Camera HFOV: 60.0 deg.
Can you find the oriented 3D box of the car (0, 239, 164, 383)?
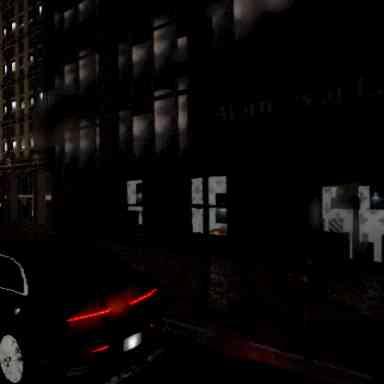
[{"bbox_3d":[-2.674,1.527,5.341,4.892,1.490,1.837,0,0,35],"label":"car"}]
